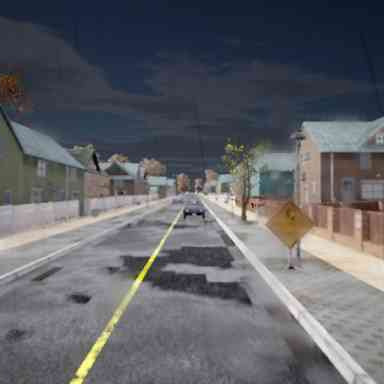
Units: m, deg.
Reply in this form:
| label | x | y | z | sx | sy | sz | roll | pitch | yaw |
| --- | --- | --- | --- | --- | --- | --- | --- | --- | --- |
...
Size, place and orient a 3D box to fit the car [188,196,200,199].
| label | x | y | z | sx | sy | sz | roll | pitch | yaw |
| --- | --- | --- | --- | --- | --- | --- | --- | --- | --- |
| car | 0.250 | 1.313 | 43.739 | 2.097 | 1.767 | 4.553 | 0 | 0 | 1 |

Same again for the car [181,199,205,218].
| label | x | y | z | sx | sy | sz | roll | pitch | yaw |
| --- | --- | --- | --- | --- | --- | --- | --- | --- | --- |
| car | 0.196 | 1.578 | 29.804 | 1.895 | 1.301 | 4.718 | 0 | 0 | 0 |

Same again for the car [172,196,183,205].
| label | x | y | z | sx | sy | sz | roll | pitch | yaw |
| --- | --- | --- | --- | --- | --- | --- | --- | --- | --- |
| car | -2.550 | 1.463 | 59.216 | 1.812 | 1.442 | 4.674 | 0 | 0 | 1 |

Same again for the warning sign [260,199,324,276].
| label | x | y | z | sx | sy | sz | roll | pitch | yaw |
| --- | --- | --- | --- | --- | --- | --- | --- | --- | --- |
| warning sign | 2.532 | 1.113 | 8.619 | 1.300 | 1.860 | 1.060 | -1 | -1 | 0 |
